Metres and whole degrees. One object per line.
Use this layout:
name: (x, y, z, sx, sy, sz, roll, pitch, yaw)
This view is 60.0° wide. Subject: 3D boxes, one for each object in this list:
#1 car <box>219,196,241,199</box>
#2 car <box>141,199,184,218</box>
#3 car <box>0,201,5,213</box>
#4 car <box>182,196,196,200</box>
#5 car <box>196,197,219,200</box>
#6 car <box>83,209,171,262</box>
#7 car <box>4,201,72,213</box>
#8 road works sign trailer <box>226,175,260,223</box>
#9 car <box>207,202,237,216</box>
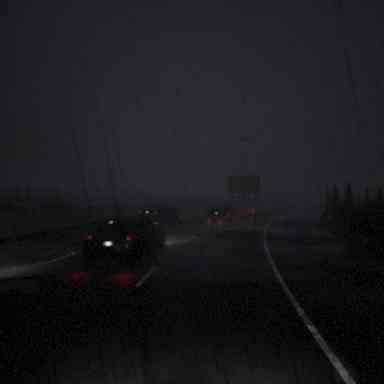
car: (7.753, 1.518, 61.358, 2.128, 1.511, 4.902, 0, 0, 39)
car: (-2.540, 1.538, 26.894, 2.033, 1.411, 5.357, 0, 0, 18)
car: (-14.322, 1.442, 24.157, 2.128, 1.511, 4.902, 0, 0, 14)
car: (-0.546, 1.503, 62.015, 1.837, 1.490, 4.892, 0, 0, 36)
car: (3.693, 1.559, 61.884, 2.033, 1.411, 5.357, 0, 0, 37)
car: (-2.277, 1.556, 12.179, 1.994, 1.385, 4.181, 0, 0, 8)
car: (-10.693, 1.454, 24.291, 2.128, 1.511, 4.902, 0, 0, 15)
road works sign trailer: (4.066, 0.478, 25.643, 2.380, 3.560, 2.880, 0, 0, 21)
car: (3.012, 1.611, 32.053, 1.895, 1.301, 4.718, 0, 0, 21)
